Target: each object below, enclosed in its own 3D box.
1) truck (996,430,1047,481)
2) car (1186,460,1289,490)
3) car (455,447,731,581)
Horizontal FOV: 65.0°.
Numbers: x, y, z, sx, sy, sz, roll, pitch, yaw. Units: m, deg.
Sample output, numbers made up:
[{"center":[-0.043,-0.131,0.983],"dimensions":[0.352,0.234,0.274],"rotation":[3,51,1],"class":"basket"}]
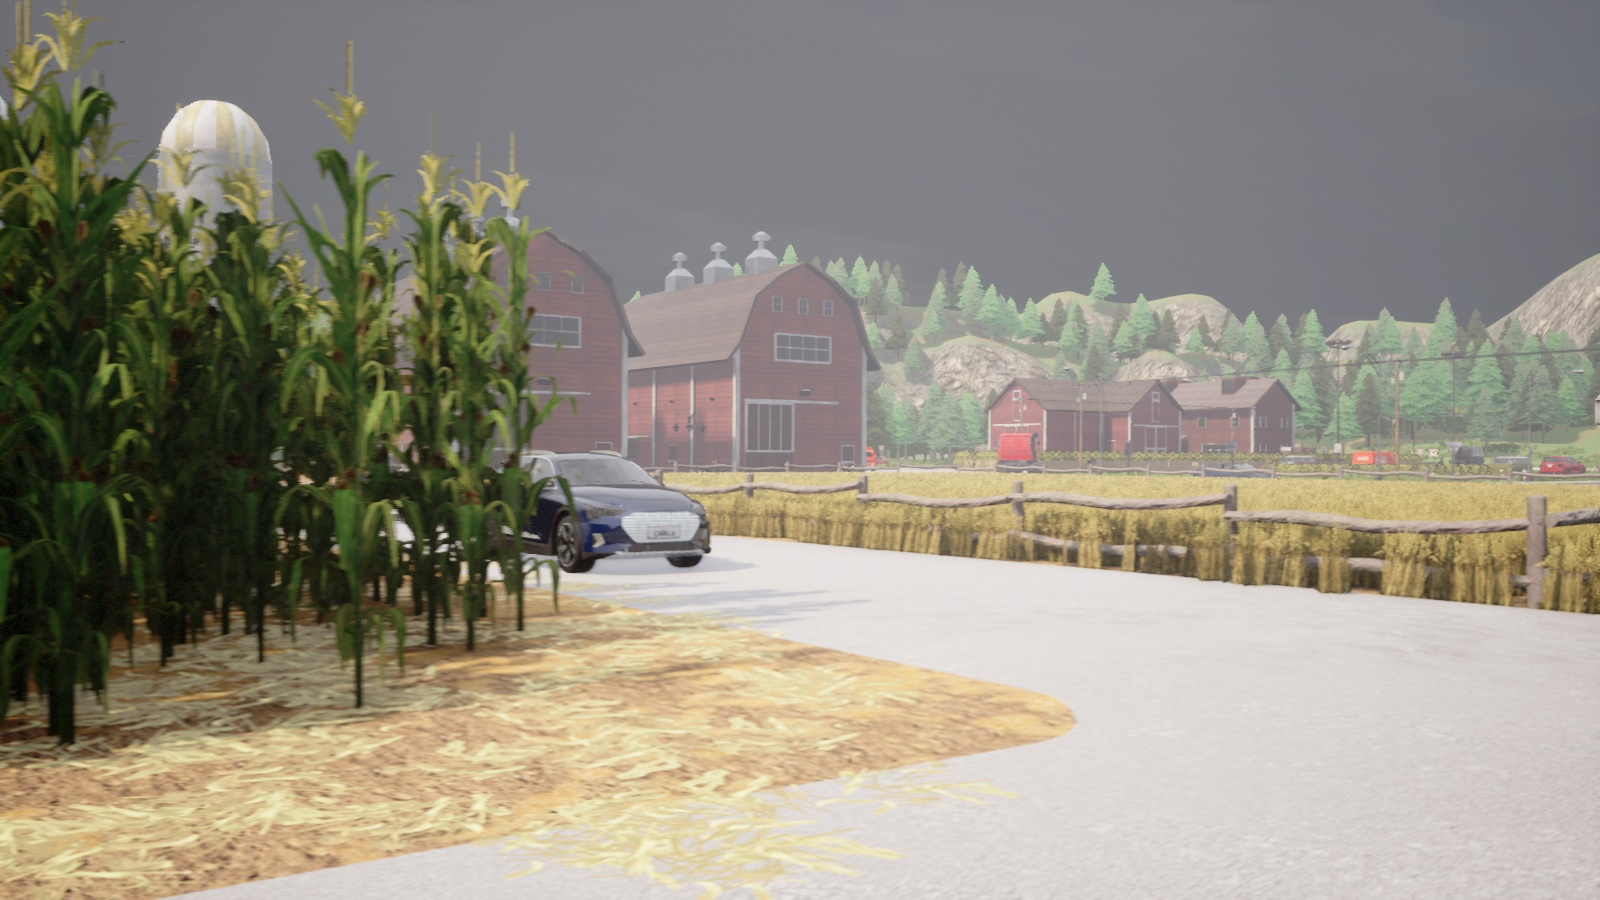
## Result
[{"center":[15.538,0.381,88.567],"dimensions":[2.891,3.462,7.936],"rotation":[0,0,5],"class":"truck"},{"center":[23.076,1.296,66.354],"dimensions":[2.163,1.488,4.792],"rotation":[0,0,-35],"class":"car"},{"center":[-3.127,0.816,18.043],"dimensions":[2.033,1.649,4.856],"rotation":[0,-1,-35],"class":"car"}]
